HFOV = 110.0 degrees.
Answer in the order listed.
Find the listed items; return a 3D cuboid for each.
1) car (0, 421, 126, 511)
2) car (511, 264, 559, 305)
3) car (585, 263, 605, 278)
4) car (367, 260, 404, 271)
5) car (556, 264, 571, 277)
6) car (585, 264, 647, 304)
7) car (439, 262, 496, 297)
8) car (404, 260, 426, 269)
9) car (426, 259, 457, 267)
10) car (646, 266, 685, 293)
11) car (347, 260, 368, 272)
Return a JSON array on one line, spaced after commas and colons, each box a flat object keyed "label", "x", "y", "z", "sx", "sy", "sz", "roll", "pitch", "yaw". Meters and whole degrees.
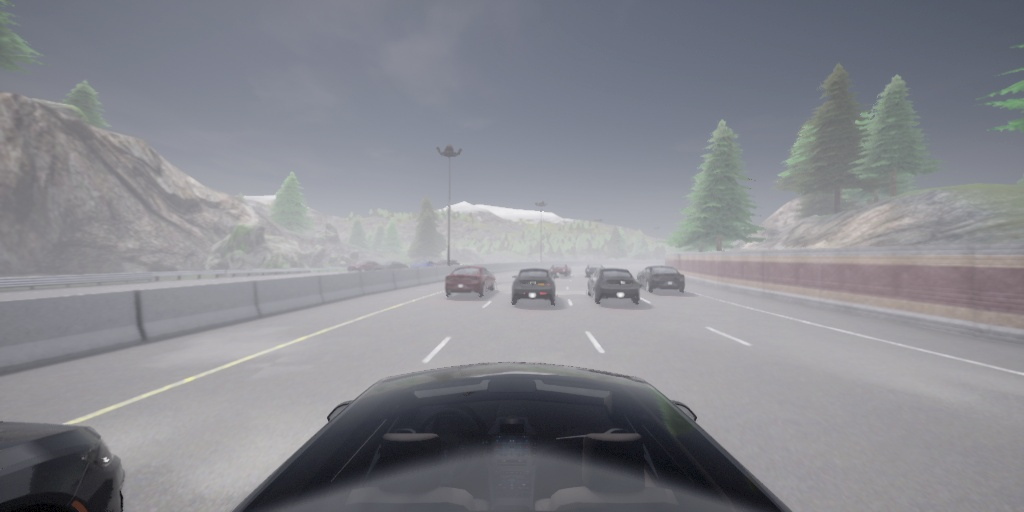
[{"label": "car", "x": -3.324, "y": 1.240, "z": 0.181, "sx": 1.837, "sy": 1.490, "sz": 4.892, "roll": 0, "pitch": 0, "yaw": -1}, {"label": "car", "x": 1.070, "y": 1.294, "z": 16.488, "sx": 1.837, "sy": 1.490, "sz": 4.892, "roll": 0, "pitch": 0, "yaw": 6}, {"label": "car", "x": 8.723, "y": 1.469, "z": 37.460, "sx": 1.895, "sy": 1.301, "sz": 4.718, "roll": 0, "pitch": 0, "yaw": 16}, {"label": "car", "x": -14.961, "y": 1.341, "z": 44.331, "sx": 2.033, "sy": 1.411, "sz": 5.357, "roll": 0, "pitch": 0, "yaw": 16}, {"label": "car", "x": 5.088, "y": 1.455, "z": 37.438, "sx": 1.895, "sy": 1.301, "sz": 4.718, "roll": 0, "pitch": 0, "yaw": 15}, {"label": "car", "x": 4.617, "y": 1.308, "z": 16.753, "sx": 1.837, "sy": 1.490, "sz": 4.892, "roll": 0, "pitch": 0, "yaw": 6}, {"label": "car", "x": -2.118, "y": 1.261, "z": 19.322, "sx": 1.882, "sy": 1.535, "sz": 5.008, "roll": 0, "pitch": 0, "yaw": 7}, {"label": "car", "x": -11.046, "y": 1.288, "z": 45.219, "sx": 1.882, "sy": 1.535, "sz": 5.008, "roll": 0, "pitch": 0, "yaw": 17}, {"label": "car", "x": -7.996, "y": 1.169, "z": 43.160, "sx": 2.097, "sy": 1.767, "sz": 4.553, "roll": 0, "pitch": 0, "yaw": 17}, {"label": "car", "x": 8.821, "y": 1.309, "z": 21.623, "sx": 1.882, "sy": 1.535, "sz": 5.008, "roll": 0, "pitch": 0, "yaw": 9}, {"label": "car", "x": -18.406, "y": 1.259, "z": 44.884, "sx": 1.882, "sy": 1.535, "sz": 5.008, "roll": 0, "pitch": 0, "yaw": 16}]
